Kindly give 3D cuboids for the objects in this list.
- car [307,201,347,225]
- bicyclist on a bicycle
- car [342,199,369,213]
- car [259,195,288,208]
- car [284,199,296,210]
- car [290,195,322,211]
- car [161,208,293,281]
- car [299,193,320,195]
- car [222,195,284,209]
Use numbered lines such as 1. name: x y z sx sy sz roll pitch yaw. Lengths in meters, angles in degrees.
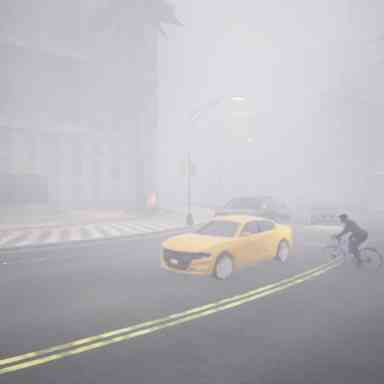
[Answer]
1. car: 9.537 1.564 23.831 1.994 1.385 4.181 0 0 18
2. bicyclist on a bicycle: 4.556 1.455 9.580 1.656 1.620 0.582 -3 -2 43
3. car: 17.708 1.491 37.171 2.128 1.511 4.902 0 0 -3
4. car: 11.901 1.352 48.684 2.097 1.767 4.553 0 0 -17
5. car: 6.882 1.560 26.895 2.033 1.411 5.357 0 0 12
6. car: 13.967 1.478 39.726 1.882 1.535 5.008 0 0 -6
7. car: 1.262 1.477 10.196 1.882 1.535 5.008 0 0 43
8. car: 16.112 1.221 47.262 2.150 2.045 5.566 0 0 -15
9. car: 3.032 1.219 17.858 2.150 2.045 5.566 0 0 29
